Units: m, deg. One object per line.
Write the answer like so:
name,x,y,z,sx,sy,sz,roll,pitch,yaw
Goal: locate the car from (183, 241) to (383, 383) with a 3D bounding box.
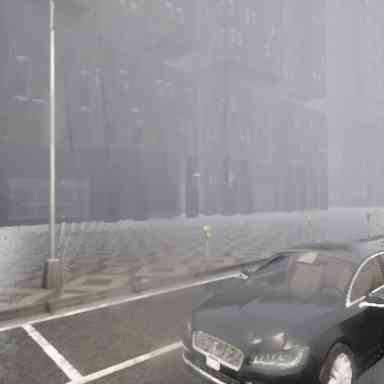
car,2.063,1.583,5.080,4.892,1.490,1.837,1,-2,-40
